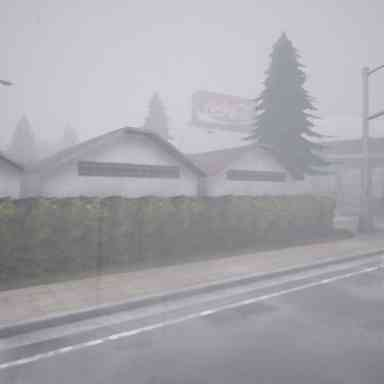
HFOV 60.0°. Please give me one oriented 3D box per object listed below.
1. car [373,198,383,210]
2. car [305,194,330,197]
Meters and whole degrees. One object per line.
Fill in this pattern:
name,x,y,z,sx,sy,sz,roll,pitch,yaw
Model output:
car,24.017,1.555,41.564,4.611,1.667,2.242,0,0,-36
car,14.937,1.284,40.396,2.150,2.045,5.566,0,0,34
